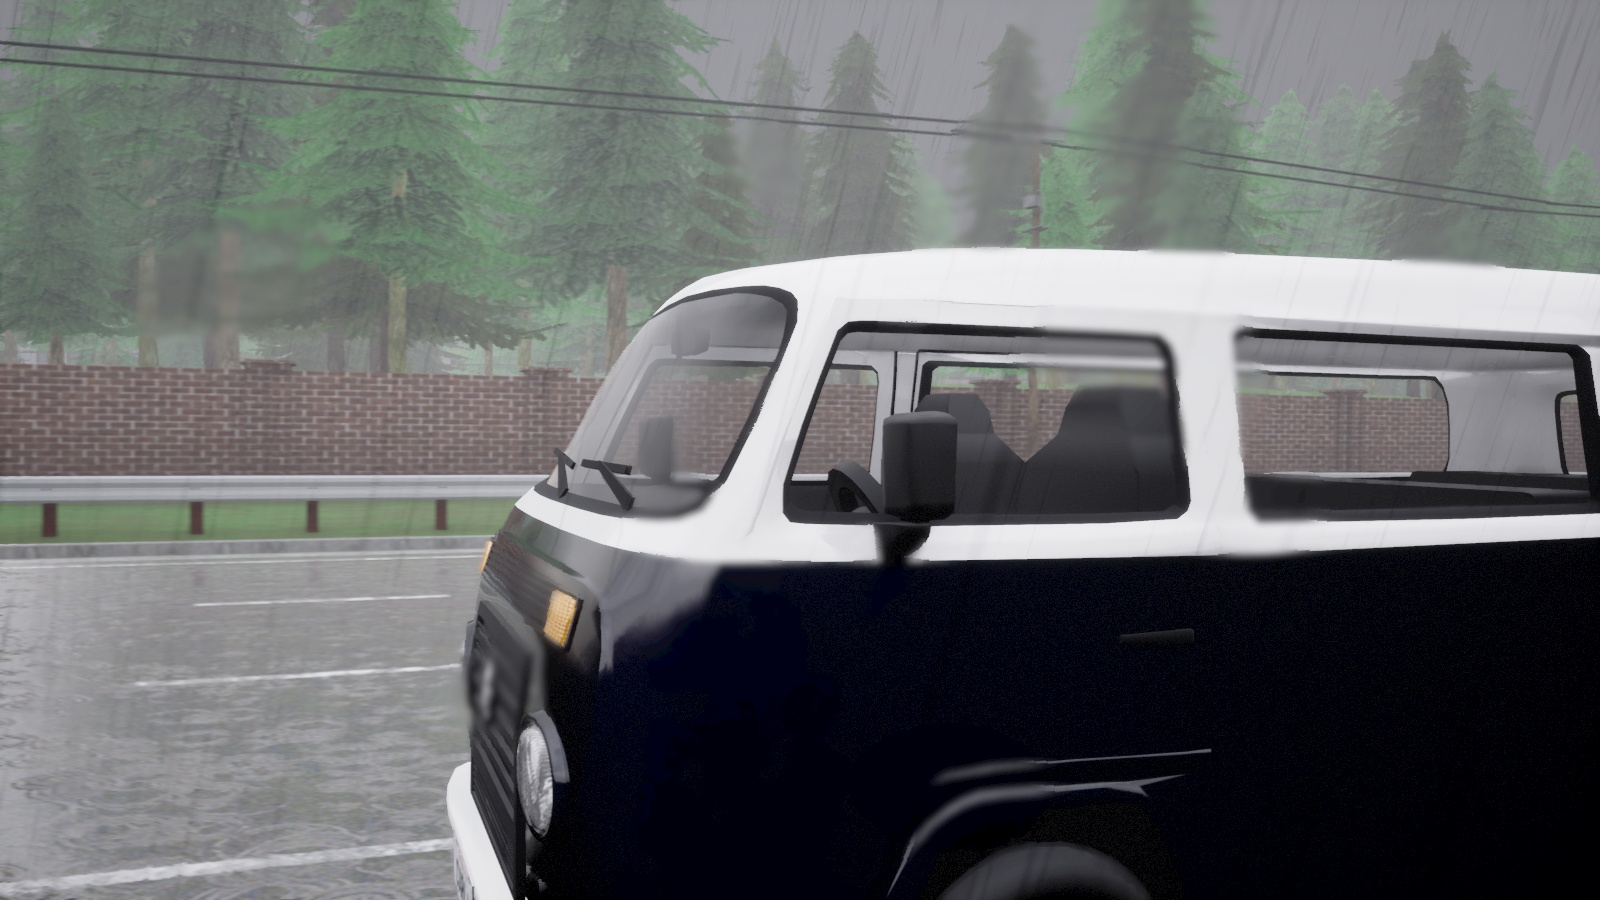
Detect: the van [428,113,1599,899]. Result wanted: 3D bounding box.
[{"bbox_3d":[1.319,0.446,3.737,4.480,2.038,2.069,-1,1,-21],"label":"van"}]
